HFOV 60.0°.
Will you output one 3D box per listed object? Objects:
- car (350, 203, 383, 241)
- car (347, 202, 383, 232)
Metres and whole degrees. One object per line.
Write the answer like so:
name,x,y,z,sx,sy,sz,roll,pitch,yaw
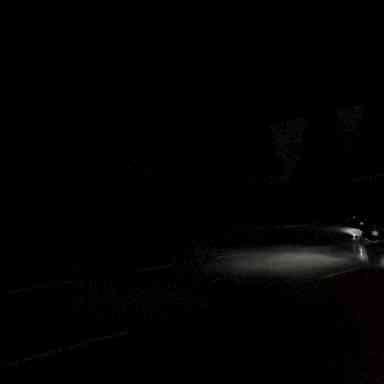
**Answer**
car,9.271,1.298,13.934,4.902,1.511,2.128,-1,0,-26
car,11.657,1.293,18.993,5.357,1.411,2.033,-1,0,-22
